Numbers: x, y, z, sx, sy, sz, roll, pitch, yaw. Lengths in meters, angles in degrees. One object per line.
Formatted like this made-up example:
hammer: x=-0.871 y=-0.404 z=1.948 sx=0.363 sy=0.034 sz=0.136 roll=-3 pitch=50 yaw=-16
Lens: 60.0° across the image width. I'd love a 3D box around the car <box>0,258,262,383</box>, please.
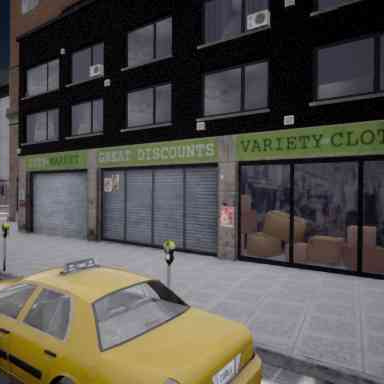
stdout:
car: x=-1.579 y=1.524 z=4.217 sx=4.829 sy=1.417 sz=1.752 roll=0 pitch=1 yaw=35
